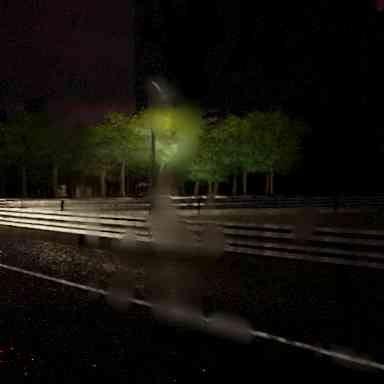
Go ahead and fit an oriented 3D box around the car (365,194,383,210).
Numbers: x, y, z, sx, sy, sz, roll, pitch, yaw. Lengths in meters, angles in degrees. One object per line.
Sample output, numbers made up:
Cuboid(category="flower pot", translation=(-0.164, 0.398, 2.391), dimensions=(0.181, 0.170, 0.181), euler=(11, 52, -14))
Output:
Cuboid(category="car", translation=(18.469, 0.822, 30.639), dimensions=(4.902, 1.511, 2.128), euler=(-1, 0, -6))
